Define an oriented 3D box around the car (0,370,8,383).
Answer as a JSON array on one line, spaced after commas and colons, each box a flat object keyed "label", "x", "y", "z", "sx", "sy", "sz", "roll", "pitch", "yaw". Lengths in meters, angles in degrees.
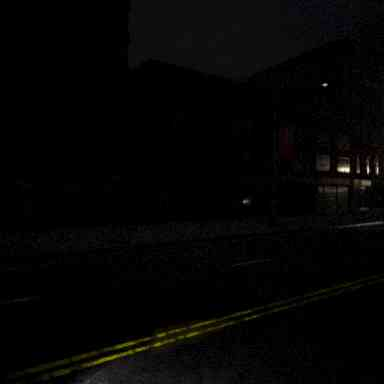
[{"label": "car", "x": -2.962, "y": 1.565, "z": 1.327, "sx": 4.181, "sy": 1.385, "sz": 1.994, "roll": 0, "pitch": 0, "yaw": -34}]
